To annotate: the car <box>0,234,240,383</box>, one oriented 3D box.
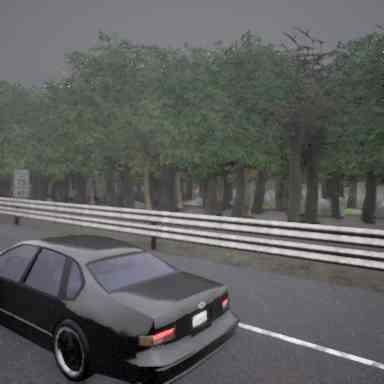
[{"bbox_3d":[-1.943,1.415,5.269,5.357,1.411,2.033,2,1,36],"label":"car"}]
